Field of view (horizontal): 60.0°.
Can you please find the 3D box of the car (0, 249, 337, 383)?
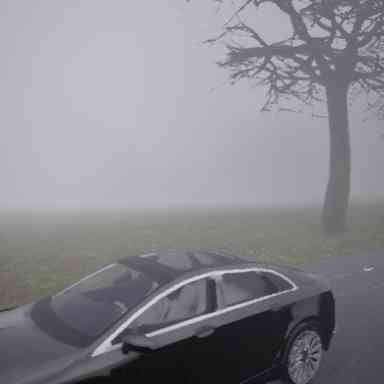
[{"bbox_3d":[-0.351,1.493,3.739,4.902,1.511,2.128,0,0,-35],"label":"car"}]
